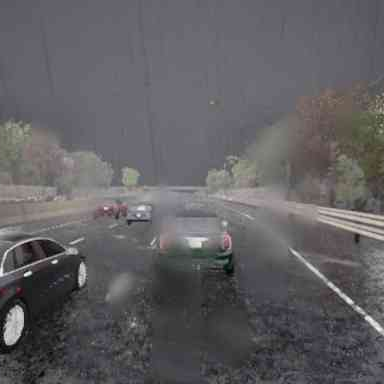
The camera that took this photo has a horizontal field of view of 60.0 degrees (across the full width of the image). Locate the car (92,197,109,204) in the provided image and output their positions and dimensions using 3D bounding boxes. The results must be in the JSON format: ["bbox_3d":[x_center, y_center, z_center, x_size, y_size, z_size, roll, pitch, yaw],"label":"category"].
[{"bbox_3d":[-17.480,1.627,63.835,1.895,1.301,4.718,0,0,0],"label":"car"}]

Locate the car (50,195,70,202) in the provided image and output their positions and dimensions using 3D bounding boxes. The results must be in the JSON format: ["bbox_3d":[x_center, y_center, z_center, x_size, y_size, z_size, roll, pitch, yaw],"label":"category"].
[{"bbox_3d":[-24.479,1.382,63.342,2.097,1.767,4.553,0,0,0],"label":"car"}]

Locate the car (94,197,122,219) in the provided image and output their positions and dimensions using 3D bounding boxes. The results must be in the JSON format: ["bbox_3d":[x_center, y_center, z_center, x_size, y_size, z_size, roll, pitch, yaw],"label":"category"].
[{"bbox_3d":[-6.891,1.352,28.769,2.097,1.767,4.553,0,0,0],"label":"car"}]

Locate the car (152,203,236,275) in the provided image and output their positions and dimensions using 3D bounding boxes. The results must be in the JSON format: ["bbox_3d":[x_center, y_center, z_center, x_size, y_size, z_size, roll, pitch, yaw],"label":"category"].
[{"bbox_3d":[0.101,1.350,10.595,2.097,1.767,4.553,0,0,0],"label":"car"}]

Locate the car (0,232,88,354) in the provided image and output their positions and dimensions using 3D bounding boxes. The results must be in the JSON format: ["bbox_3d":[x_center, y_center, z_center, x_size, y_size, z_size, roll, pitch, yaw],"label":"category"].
[{"bbox_3d":[-3.404,1.502,6.086,1.837,1.490,4.892,0,0,0],"label":"car"}]

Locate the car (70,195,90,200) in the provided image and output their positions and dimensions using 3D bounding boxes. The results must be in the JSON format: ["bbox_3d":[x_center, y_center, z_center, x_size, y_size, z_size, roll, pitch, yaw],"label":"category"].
[{"bbox_3d":[-20.984,1.383,63.502,2.097,1.767,4.553,0,0,0],"label":"car"}]

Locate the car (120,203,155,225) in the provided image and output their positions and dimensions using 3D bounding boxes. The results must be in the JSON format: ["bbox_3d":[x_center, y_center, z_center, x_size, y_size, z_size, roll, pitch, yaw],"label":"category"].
[{"bbox_3d":[-3.393,1.546,23.705,2.033,1.411,5.357,0,0,0],"label":"car"}]

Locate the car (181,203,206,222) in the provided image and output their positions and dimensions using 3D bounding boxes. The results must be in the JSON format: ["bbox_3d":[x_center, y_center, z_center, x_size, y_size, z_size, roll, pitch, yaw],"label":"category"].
[{"bbox_3d":[0.109,1.600,27.467,1.895,1.301,4.718,0,0,0],"label":"car"}]

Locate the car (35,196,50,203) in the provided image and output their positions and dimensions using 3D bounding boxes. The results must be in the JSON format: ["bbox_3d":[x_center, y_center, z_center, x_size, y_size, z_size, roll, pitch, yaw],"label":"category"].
[{"bbox_3d":[-27.977,1.525,63.187,1.837,1.490,4.892,0,0,0],"label":"car"}]
